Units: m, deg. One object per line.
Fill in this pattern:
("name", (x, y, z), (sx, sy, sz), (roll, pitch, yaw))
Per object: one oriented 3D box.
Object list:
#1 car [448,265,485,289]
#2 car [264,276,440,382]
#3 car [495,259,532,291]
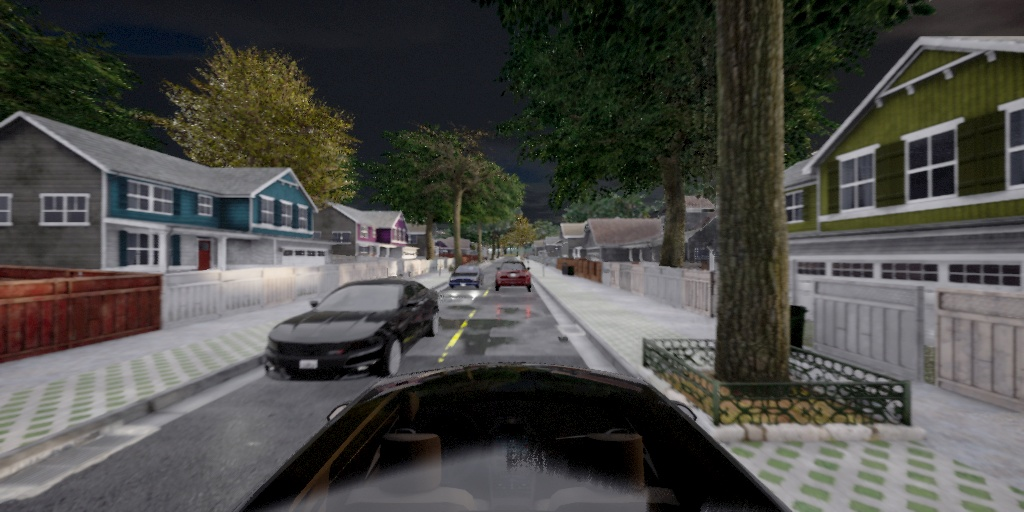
("car", (-2.797, 1.274, 23.315), (2.033, 1.411, 5.357), (0, 0, 0))
("car", (-2.824, 1.228, 7.478), (1.882, 1.535, 5.008), (0, 0, 0))
("car", (0.080, 1.081, 22.054), (2.097, 1.767, 4.553), (0, 0, 0))
